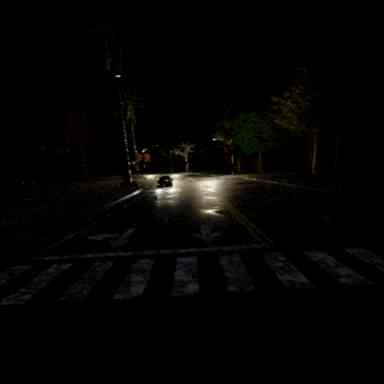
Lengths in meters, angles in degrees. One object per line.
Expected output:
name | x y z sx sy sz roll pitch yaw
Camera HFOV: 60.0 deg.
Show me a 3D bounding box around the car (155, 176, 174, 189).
car | -3.256 -1.162 40.026 1.837 1.490 4.892 -3 5 -2
